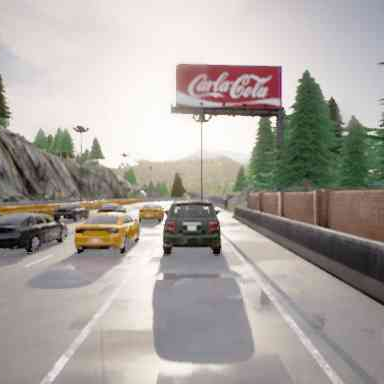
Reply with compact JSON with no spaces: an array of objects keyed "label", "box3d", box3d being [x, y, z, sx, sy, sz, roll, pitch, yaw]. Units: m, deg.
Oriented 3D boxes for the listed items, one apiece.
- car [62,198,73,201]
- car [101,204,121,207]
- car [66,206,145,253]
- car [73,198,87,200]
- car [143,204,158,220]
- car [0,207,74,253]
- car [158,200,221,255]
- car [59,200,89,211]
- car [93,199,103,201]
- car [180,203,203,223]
[{"label":"car","box3d":[-28.255,2.073,76.324,2.097,1.767,4.553,0,-1,-1]},{"label":"car","box3d":[-7.009,1.784,29.326,1.837,1.490,4.892,0,0,0]},{"label":"car","box3d":[-3.494,1.615,14.481,1.882,1.535,5.008,0,0,0]},{"label":"car","box3d":[-24.742,2.234,75.377,1.812,1.442,4.674,0,-1,-1]},{"label":"car","box3d":[-3.508,1.756,29.491,1.882,1.535,5.008,0,0,0]},{"label":"car","box3d":[-6.996,1.643,14.304,1.837,1.490,4.892,0,0,0]},{"label":"car","box3d":[0.001,1.350,14.032,2.150,2.045,5.566,0,0,0]},{"label":"car","box3d":[-10.509,1.784,29.310,1.837,1.490,4.892,0,0,0]},{"label":"car","box3d":[-21.240,2.233,75.291,1.812,1.442,4.674,0,-1,-1]},{"label":"car","box3d":[-0.006,1.785,29.336,1.837,1.490,4.892,0,0,0]}]
